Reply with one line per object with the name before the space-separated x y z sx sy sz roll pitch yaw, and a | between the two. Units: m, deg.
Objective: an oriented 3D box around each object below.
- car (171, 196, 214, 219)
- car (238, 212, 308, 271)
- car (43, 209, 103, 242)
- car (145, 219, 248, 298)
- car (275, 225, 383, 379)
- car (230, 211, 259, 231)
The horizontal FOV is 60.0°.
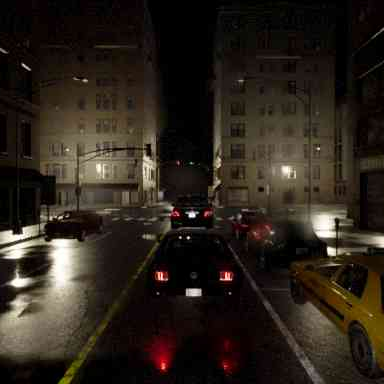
car | 0.002 1.215 18.459 2.150 2.045 5.566 0 0 0
car | 2.867 1.562 10.712 1.947 1.339 4.313 -1 0 0
car | -5.675 1.538 16.300 1.887 1.381 4.507 -1 0 0
car | 0.046 1.598 8.467 1.895 1.301 4.718 0 0 0
car | 2.863 1.524 5.296 1.752 1.417 4.829 -1 0 0
car | 2.870 1.576 16.298 1.802 1.307 4.206 -1 0 0
